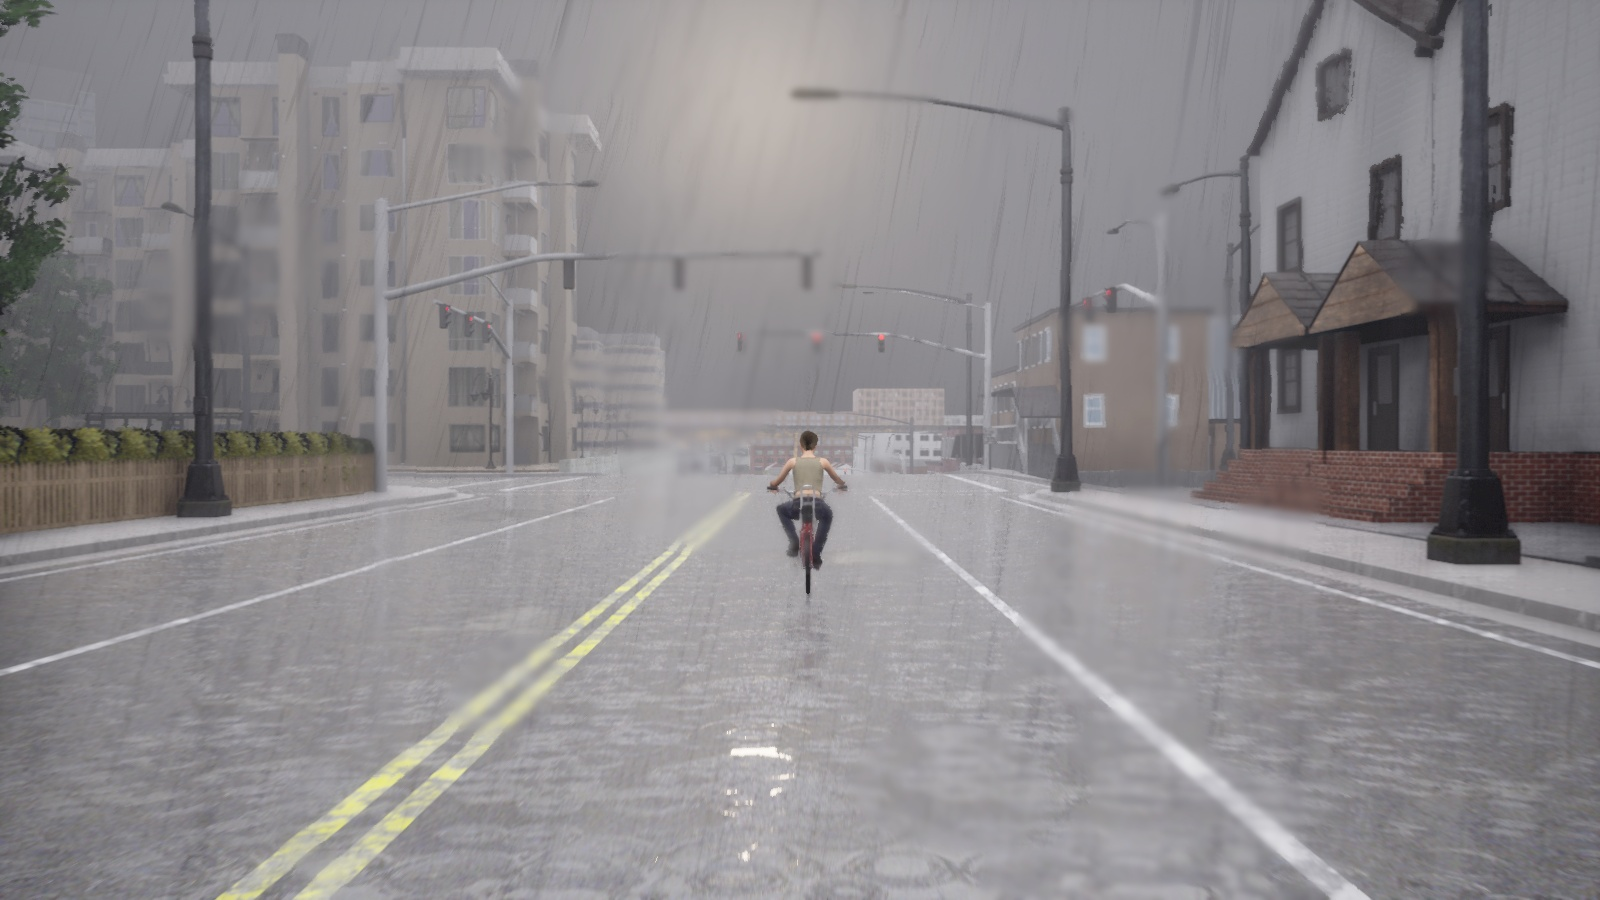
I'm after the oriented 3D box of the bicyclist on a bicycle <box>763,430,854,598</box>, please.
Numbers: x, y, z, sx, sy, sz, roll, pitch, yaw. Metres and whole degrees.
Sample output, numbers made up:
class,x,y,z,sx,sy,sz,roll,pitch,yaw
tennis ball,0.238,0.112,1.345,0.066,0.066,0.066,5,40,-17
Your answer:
class,x,y,z,sx,sy,sz,roll,pitch,yaw
bicyclist on a bicycle,0.084,0.611,12.785,0.866,1.612,1.509,0,0,0
